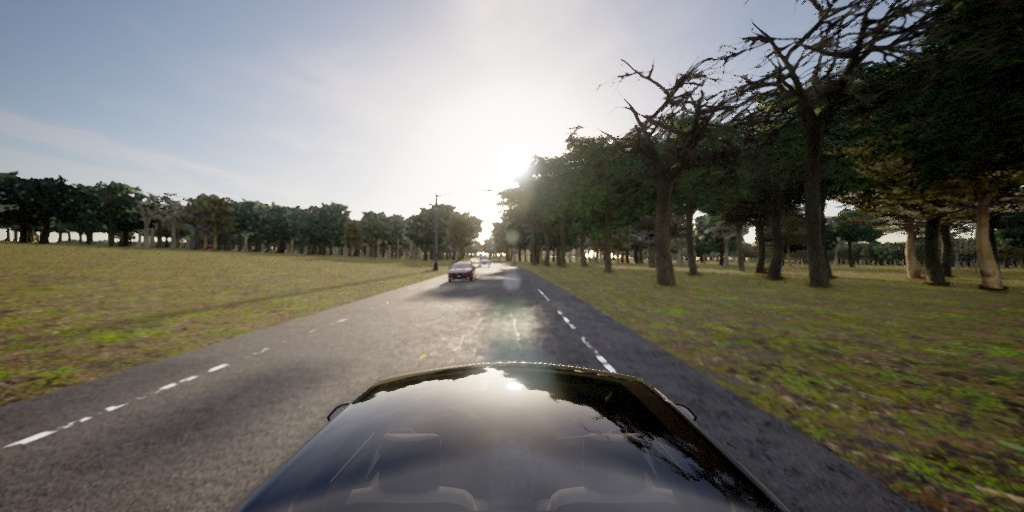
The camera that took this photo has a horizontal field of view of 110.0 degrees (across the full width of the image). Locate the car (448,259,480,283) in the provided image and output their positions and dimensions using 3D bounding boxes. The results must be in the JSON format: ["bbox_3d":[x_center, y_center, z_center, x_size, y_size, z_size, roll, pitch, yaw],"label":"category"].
[{"bbox_3d":[-3.917,1.215,28.590,1.882,1.535,5.008,-3,0,-1],"label":"car"}]
